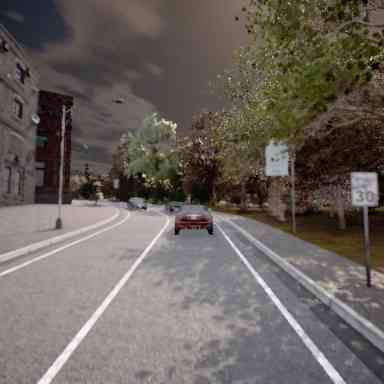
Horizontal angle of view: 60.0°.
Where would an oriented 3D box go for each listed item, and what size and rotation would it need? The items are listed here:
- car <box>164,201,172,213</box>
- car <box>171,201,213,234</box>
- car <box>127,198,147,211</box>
[{"bbox_3d":[-1.925,1.698,37.363,1.895,1.301,4.718,1,0,-13],"label":"car"},{"bbox_3d":[0.067,1.390,19.715,2.097,1.767,4.553,0,0,-1],"label":"car"},{"bbox_3d":[-6.737,1.475,40.767,2.128,1.511,4.902,2,0,-19],"label":"car"}]
